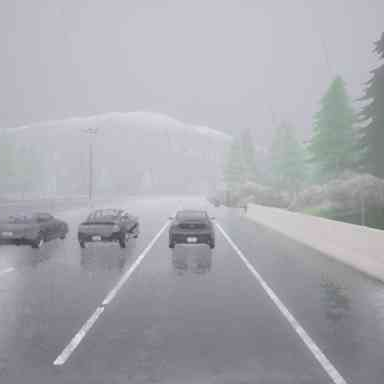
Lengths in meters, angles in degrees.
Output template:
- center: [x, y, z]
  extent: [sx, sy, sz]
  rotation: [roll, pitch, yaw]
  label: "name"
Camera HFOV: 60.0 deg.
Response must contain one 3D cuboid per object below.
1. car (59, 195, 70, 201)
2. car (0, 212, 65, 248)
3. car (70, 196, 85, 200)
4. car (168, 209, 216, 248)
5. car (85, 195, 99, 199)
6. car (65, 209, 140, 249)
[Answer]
- center: [-31.500, 1.518, 82.855]
  extent: [2.128, 1.511, 4.902]
  rotation: [0, 0, 0]
  label: "car"
- center: [-7.000, 1.571, 14.650]
  extent: [1.994, 1.385, 4.181]
  rotation: [0, 0, 0]
  label: "car"
- center: [-28.000, 1.588, 82.825]
  extent: [1.895, 1.301, 4.718]
  rotation: [0, 0, 0]
  label: "car"
- center: [0.000, 1.515, 14.650]
  extent: [1.837, 1.490, 4.892]
  rotation: [0, 0, 0]
  label: "car"
- center: [-24.500, 1.517, 82.855]
  extent: [1.812, 1.442, 4.674]
  rotation: [0, 0, 0]
  label: "car"
- center: [-3.500, 1.494, 14.650]
  extent: [2.128, 1.511, 4.902]
  rotation: [0, 0, 0]
  label: "car"
